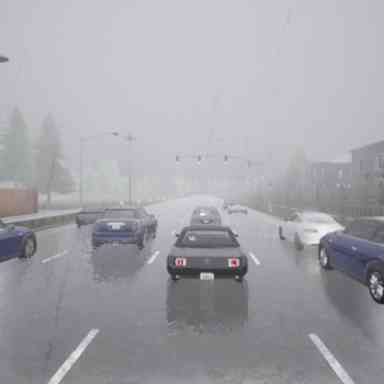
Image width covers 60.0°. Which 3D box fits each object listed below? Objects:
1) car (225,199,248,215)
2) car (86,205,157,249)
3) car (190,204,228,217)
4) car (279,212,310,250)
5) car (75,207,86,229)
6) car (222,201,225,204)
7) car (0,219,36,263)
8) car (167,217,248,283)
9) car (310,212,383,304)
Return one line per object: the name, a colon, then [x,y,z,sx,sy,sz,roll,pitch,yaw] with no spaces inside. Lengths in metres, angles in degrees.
car: [4.914,1.741,36.331,1.895,1.301,4.718,0,0,3]
car: [-2.864,1.408,15.040,2.097,1.767,4.553,0,0,2]
car: [0.838,1.625,20.175,2.033,1.411,5.357,0,0,2]
car: [5.066,1.582,14.349,1.812,1.442,4.674,0,0,2]
car: [-6.092,1.574,22.124,2.128,1.511,4.902,0,0,2]
car: [5.253,1.725,46.223,2.033,1.411,5.357,0,0,2]
car: [-6.567,1.387,9.857,2.097,1.767,4.553,0,0,2]
car: [0.435,1.639,9.803,1.895,1.301,4.718,0,0,2]
car: [4.831,1.385,8.325,2.097,1.767,4.553,0,0,2]
